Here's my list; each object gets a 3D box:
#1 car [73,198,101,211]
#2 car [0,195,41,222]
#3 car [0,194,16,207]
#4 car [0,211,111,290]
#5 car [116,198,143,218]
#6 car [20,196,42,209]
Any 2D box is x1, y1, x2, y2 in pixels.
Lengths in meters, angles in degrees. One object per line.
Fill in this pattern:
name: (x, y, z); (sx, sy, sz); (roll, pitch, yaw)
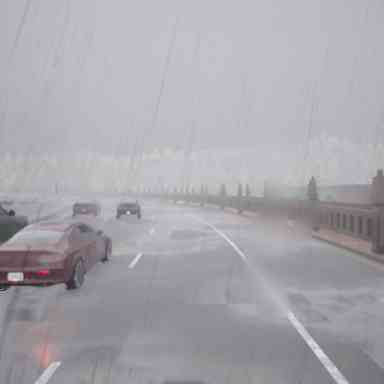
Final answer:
car: (-8.899, 1.240, 28.438); (1.882, 1.535, 5.008); (0, 0, -10)
car: (-6.976, 1.143, 10.079); (2.150, 2.045, 5.566); (0, 1, -1)
car: (-24.489, 1.132, 43.651); (1.882, 1.535, 5.008); (0, 1, -22)
car: (-3.451, 1.453, 8.747); (1.812, 1.442, 4.674); (0, 1, -1)
car: (-5.127, 1.273, 27.124); (1.837, 1.490, 4.892); (0, 0, -10)
car: (-19.730, 1.235, 40.876); (1.994, 1.385, 4.181); (0, 0, -20)
